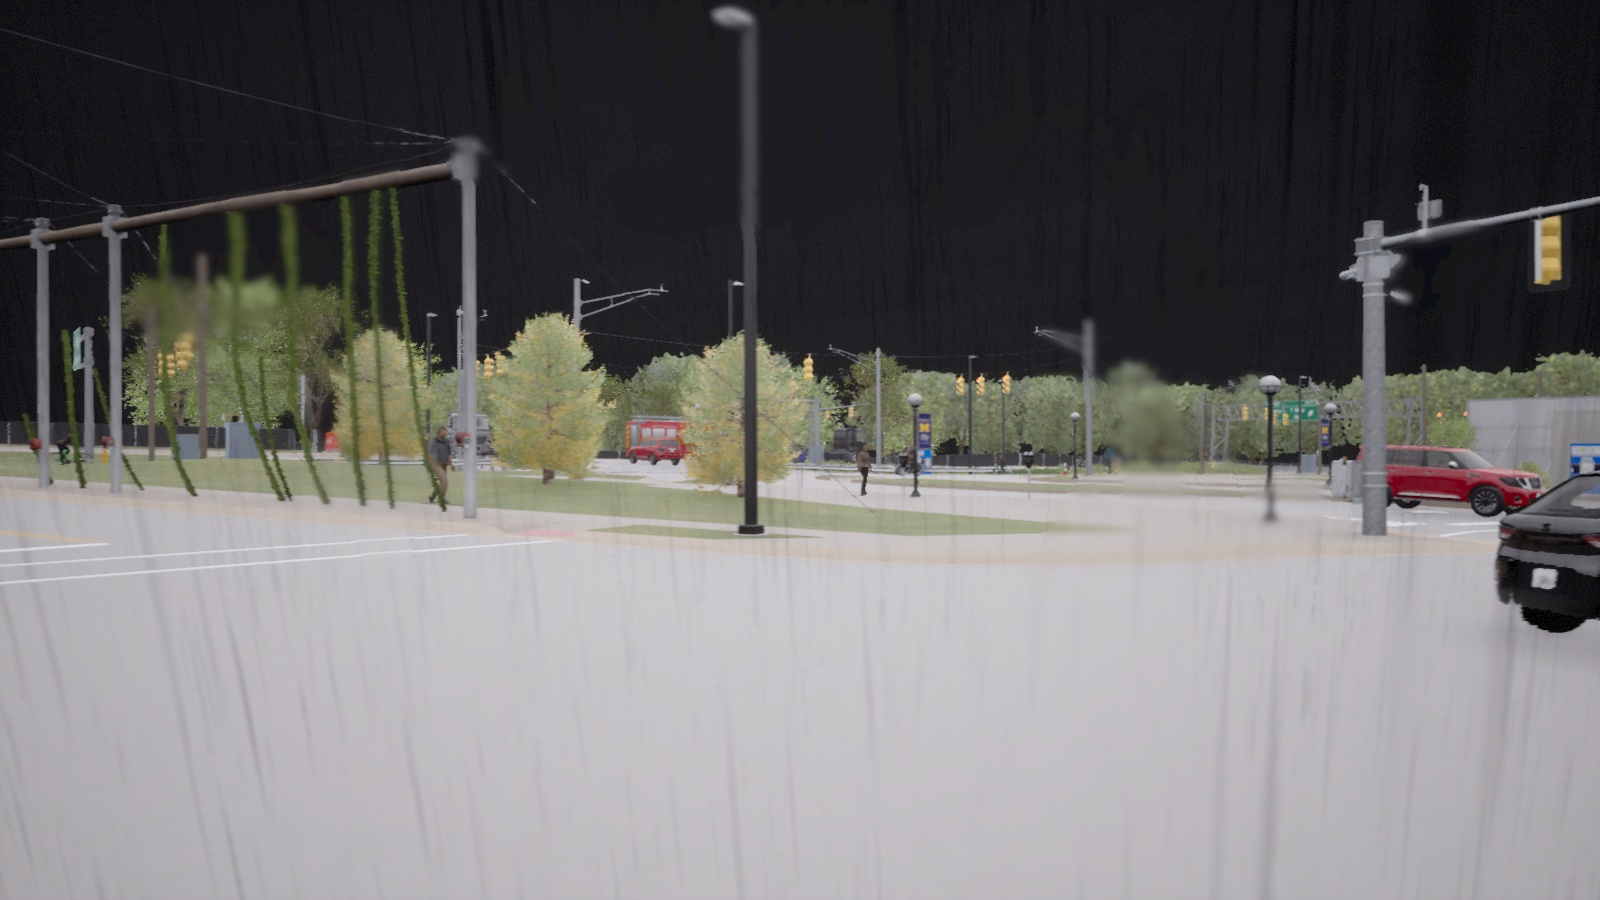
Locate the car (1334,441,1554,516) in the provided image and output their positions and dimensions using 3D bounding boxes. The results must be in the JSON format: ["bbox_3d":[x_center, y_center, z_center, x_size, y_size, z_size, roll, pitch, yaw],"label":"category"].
[{"bbox_3d":[19.641,0.799,38.558,2.150,2.045,5.566,0,1,-37],"label":"car"}]

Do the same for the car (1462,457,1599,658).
[{"bbox_3d":[7.894,0.776,10.135,4.193,1.474,1.816,-1,0,-7],"label":"car"}]

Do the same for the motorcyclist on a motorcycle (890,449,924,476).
[{"bbox_3d":[6.817,0.802,79.699,2.350,1.649,0.766,1,0,-42],"label":"motorcyclist on a motorcycle"}]

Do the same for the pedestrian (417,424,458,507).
[{"bbox_3d":[-8.220,0.350,28.461,0.694,1.848,0.540,0,0,31],"label":"pedestrian"}]

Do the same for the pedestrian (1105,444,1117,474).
[{"bbox_3d":[19.528,0.565,78.921,0.692,1.930,0.396,-1,0,-44],"label":"pedestrian"}]

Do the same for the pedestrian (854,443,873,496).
[{"bbox_3d":[2.241,0.694,44.539,0.331,1.846,0.634,-1,0,-33],"label":"pedestrian"}]

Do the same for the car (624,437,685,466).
[{"bbox_3d":[-11.102,0.125,95.583,2.150,2.045,5.566,1,1,-35],"label":"car"}]
